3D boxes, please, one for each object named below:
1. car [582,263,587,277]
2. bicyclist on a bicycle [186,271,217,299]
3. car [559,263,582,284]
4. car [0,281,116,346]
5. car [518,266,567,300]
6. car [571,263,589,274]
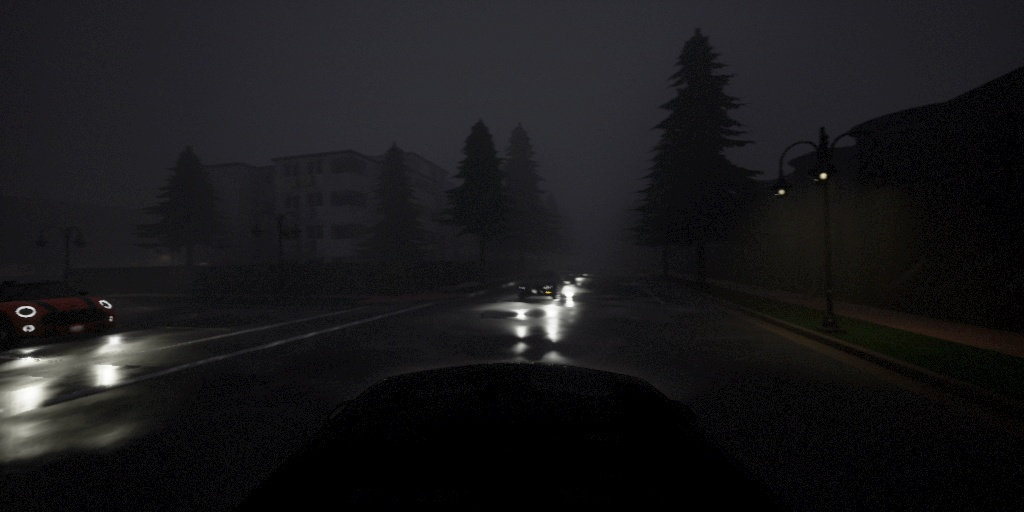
[{"bbox_3d":[7.017,1.690,40.444,1.994,1.385,4.181,-1,-1,14],"label":"car"},{"bbox_3d":[-18.183,1.694,21.021,0.582,1.620,1.656,-1,0,14],"label":"bicyclist on a bicycle"},{"bbox_3d":[4.495,1.536,30.496,2.128,1.511,4.902,-1,-1,14],"label":"car"},{"bbox_3d":[-14.616,1.538,10.830,4.553,1.767,2.097,-1,-1,14],"label":"car"},{"bbox_3d":[1.628,1.457,19.126,1.837,1.490,4.892,-1,-1,14],"label":"car"},{"bbox_3d":[9.629,1.758,50.724,2.033,1.411,5.357,-1,-1,15],"label":"car"}]
